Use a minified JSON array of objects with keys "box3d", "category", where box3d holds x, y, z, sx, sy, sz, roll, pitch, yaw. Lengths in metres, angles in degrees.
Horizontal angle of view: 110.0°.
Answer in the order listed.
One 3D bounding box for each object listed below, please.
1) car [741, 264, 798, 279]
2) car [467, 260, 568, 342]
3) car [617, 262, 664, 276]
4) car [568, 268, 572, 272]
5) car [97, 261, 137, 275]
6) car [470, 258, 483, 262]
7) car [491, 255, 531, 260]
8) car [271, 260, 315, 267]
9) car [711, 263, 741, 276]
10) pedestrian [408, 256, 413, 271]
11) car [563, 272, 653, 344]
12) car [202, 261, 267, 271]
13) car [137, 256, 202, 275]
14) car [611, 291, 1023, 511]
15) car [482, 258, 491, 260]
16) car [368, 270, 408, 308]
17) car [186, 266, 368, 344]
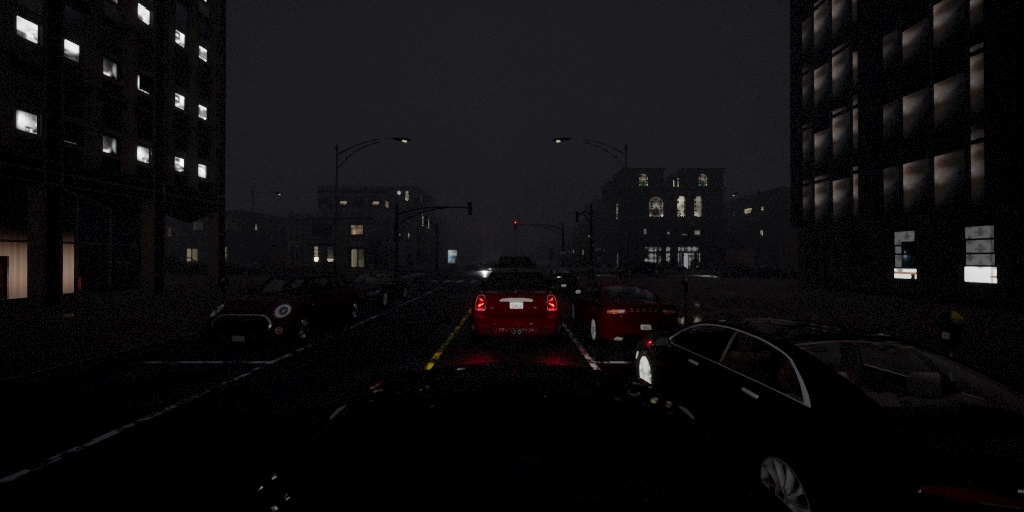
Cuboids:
[{"box3d":[23.631,1.433,32.434,4.207,1.307,1.802,0,0,1],"category":"car"},{"box3d":[0.096,1.103,9.974,2.097,1.767,4.553,0,0,0],"category":"car"},{"box3d":[13.772,1.339,38.403,4.892,1.490,1.837,0,0,1],"category":"car"},{"box3d":[2.683,1.303,20.813,2.007,1.370,4.403,0,0,0],"category":"car"},{"box3d":[-36.500,1.131,33.372,4.403,1.370,2.007,0,0,1],"category":"car"},{"box3d":[-5.709,1.339,53.213,1.802,1.307,4.207,0,0,0],"category":"car"},{"box3d":[0.113,0.974,20.128,2.150,2.045,5.566,0,0,-1],"category":"car"},{"box3d":[-25.469,1.198,41.588,4.829,1.417,1.751,0,0,1],"category":"car"},{"box3d":[23.618,1.447,38.256,4.181,1.385,1.994,0,0,2],"category":"car"},{"box3d":[-12.568,0.885,44.345,0.375,1.860,0.375,0,-1,1],"category":"pedestrian"},{"box3d":[2.687,1.296,9.429,1.888,1.381,4.507,0,0,0],"category":"car"},{"box3d":[-25.427,1.177,33.206,4.403,1.370,2.007,0,0,1],"category":"car"},{"box3d":[-30.964,0.918,33.289,5.009,1.841,2.192,0,0,1],"category":"car"},{"box3d":[2.689,1.301,3.737,2.007,1.370,4.403,0,0,0],"category":"car"},{"box3d":[-3.092,1.357,52.070,1.895,1.301,4.718,0,0,-1],"category":"car"},{"box3d":[-5.696,1.302,15.135,2.007,1.370,4.403,0,0,0],"category":"car"},{"box3d":[-5.693,1.191,9.443,1.967,1.591,4.097,0,0,0],"category":"car"}]
